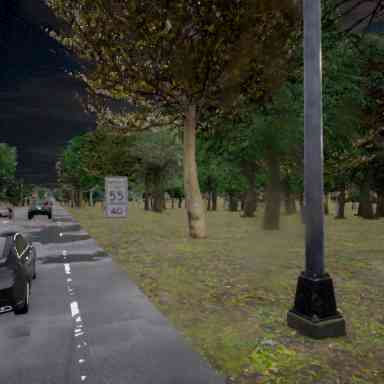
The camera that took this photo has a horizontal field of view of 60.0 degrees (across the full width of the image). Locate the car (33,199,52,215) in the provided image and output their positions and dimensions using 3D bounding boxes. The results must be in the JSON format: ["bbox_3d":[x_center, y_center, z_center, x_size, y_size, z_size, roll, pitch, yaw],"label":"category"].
[{"bbox_3d":[-20.112,1.921,44.997,2.150,2.045,5.566,0,-1,-22],"label":"car"}]

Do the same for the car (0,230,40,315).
[{"bbox_3d":[-4.534,1.602,7.347,1.837,1.490,4.892,0,-1,-22],"label":"car"}]

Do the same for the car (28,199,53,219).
[{"bbox_3d":[-15.952,1.743,35.056,2.150,2.045,5.566,0,-1,-22],"label":"car"}]

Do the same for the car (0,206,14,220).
[{"bbox_3d":[-19.265,2.099,33.650,1.994,1.385,4.181,0,-1,-22],"label":"car"}]
